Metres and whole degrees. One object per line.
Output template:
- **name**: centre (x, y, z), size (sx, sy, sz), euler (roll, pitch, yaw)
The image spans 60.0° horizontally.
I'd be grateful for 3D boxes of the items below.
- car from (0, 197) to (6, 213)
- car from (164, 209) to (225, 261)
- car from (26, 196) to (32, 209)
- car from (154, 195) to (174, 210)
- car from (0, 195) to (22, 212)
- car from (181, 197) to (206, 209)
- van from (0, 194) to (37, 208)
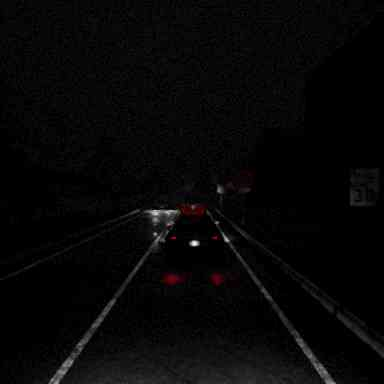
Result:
- **car**: centre (-22.125, 1.485, 33.757), size (4.792, 1.488, 2.163), euler (0, 0, 0)
- **car**: centre (0.086, 1.551, 12.241), size (1.994, 1.385, 4.181), euler (0, 0, 0)
- **car**: centre (-22.130, 1.483, 39.309), size (4.792, 1.488, 2.163), euler (0, 0, 0)
- **car**: centre (-3.325, 1.186, 39.034), size (1.812, 1.442, 4.674), euler (0, 5, 0)
- **car**: centre (-21.912, 1.451, 36.531), size (5.366, 1.575, 1.946), euler (0, 0, 0)
- **car**: centre (0.099, 1.248, 29.181), size (2.097, 1.767, 4.553), euler (0, 1, 0)
- **van**: centre (-21.986, 1.226, 42.082), size (4.442, 1.987, 1.878), euler (0, 0, 0)
